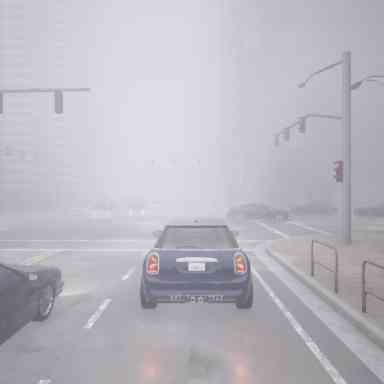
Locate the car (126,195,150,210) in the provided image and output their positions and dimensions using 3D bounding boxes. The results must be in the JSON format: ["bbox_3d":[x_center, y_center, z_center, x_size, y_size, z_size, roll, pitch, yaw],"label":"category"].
[{"bbox_3d":[-6.899,1.504,43.102,1.837,1.490,4.892,0,0,-2],"label":"car"}]

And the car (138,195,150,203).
[{"bbox_3d":[-10.380,1.484,72.214,1.837,1.490,4.892,0,0,0],"label":"car"}]

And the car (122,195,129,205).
[{"bbox_3d":[-10.490,1.351,56.415,2.097,1.767,4.553,0,0,0],"label":"car"}]

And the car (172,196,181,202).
[{"bbox_3d":[-3.380,1.465,72.275,2.033,1.411,5.357,0,0,0],"label":"car"}]

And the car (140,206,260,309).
[{"bbox_3d":[0.093,1.352,8.044,2.097,1.767,4.553,0,0,0],"label":"car"}]

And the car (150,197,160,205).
[{"bbox_3d":[-6.970,1.564,60.270,1.994,1.385,4.181,0,0,0],"label":"car"}]

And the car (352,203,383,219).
[{"bbox_3d":[16.504,1.601,28.677,4.718,1.301,1.895,0,0,1],"label":"car"}]

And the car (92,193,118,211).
[{"bbox_3d":[-10.531,1.351,40.501,2.097,1.767,4.553,0,0,0],"label":"car"}]

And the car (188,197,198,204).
[{"bbox_3d":[0.206,1.563,63.734,1.994,1.385,4.181,0,0,0],"label":"car"}]

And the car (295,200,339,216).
[{"bbox_3d":[11.709,1.526,32.220,4.674,1.442,1.812,0,0,1],"label":"car"}]

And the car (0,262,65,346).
[{"bbox_3d":[-3.413,1.547,4.185,2.033,1.411,5.357,0,0,-1],"label":"car"}]

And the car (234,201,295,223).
[{"bbox_3d":[5.080,1.505,25.360,4.892,1.490,1.837,0,2,13],"label":"car"}]
